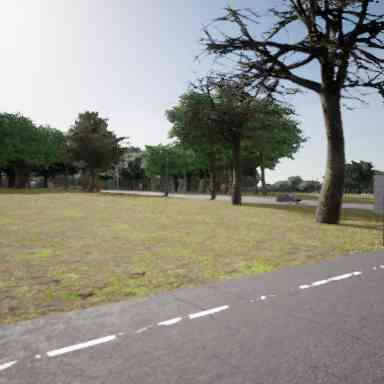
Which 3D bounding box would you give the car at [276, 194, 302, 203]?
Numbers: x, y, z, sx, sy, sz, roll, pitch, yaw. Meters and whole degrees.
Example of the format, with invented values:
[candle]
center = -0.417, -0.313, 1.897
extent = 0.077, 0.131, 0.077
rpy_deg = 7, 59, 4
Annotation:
[car]
center = 15.385, 1.044, 52.889
extent = 1.994, 1.385, 4.181
rpy_deg = -1, 2, -35
